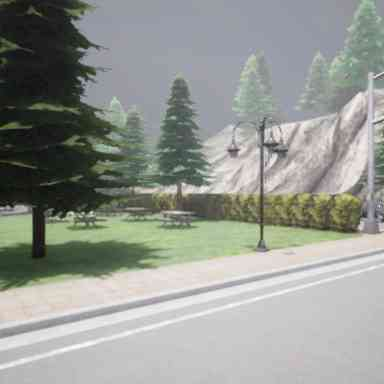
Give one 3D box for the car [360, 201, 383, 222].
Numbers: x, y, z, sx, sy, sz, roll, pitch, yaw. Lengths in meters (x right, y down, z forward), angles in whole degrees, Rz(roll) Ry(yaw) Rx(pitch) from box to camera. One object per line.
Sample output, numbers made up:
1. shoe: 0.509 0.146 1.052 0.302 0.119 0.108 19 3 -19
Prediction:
1. car: 13.580 1.485 25.958 2.128 1.511 4.902 0 0 -34
